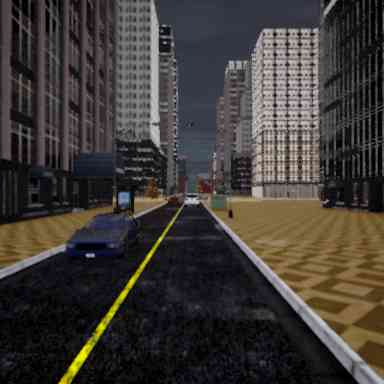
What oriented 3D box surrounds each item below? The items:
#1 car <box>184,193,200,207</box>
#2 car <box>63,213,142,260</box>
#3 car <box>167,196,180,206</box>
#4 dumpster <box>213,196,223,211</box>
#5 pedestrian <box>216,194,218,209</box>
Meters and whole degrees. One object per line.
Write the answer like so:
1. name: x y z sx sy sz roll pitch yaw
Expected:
1. car: 0.016 1.221 49.948 2.150 2.045 5.566 0 0 0
2. car: -3.098 1.548 12.774 2.033 1.411 5.357 0 0 0
3. car: -3.028 1.474 55.221 1.882 1.535 5.008 0 0 1
4. dumpster: 3.142 1.394 40.288 1.020 1.700 1.940 0 0 0
5. pedestrian: 3.146 1.140 41.745 0.375 1.860 0.375 0 0 -1
